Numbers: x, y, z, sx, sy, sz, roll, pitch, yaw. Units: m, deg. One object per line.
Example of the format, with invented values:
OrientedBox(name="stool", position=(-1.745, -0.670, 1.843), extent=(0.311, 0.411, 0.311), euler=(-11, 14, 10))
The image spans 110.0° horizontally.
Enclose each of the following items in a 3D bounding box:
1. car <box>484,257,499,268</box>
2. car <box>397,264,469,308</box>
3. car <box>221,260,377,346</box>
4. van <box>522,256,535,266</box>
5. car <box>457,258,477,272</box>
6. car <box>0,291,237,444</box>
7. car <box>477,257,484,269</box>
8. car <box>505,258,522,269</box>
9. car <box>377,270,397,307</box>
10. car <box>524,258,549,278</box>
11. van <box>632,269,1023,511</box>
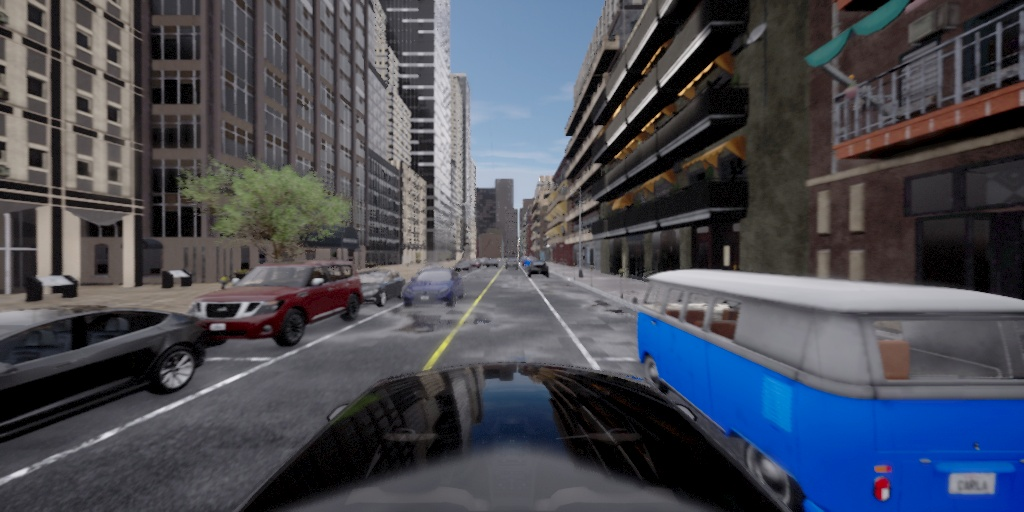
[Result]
OrientedBox(name="car", position=(-3.081, 1.114, 56.475), extent=(1.837, 1.490, 4.892), euler=(0, 0, 0))
OrientedBox(name="car", position=(-3.106, 1.236, 15.090), extent=(1.812, 1.442, 4.674), euler=(0, 0, 0))
OrientedBox(name="car", position=(-5.696, 1.041, 9.463), extent=(2.192, 1.841, 5.009), euler=(0, 0, 0))
OrientedBox(name="van", position=(2.667, 0.956, 53.649), extent=(1.690, 1.789, 3.998), euler=(0, 0, 0))
OrientedBox(name="car", position=(-5.710, 1.204, 42.600), extent=(1.948, 1.339, 4.313), euler=(0, 0, 0))
OrientedBox(name="car", position=(-5.693, 1.309, 3.941), extent=(1.948, 1.339, 4.313), euler=(0, 0, 0))
OrientedBox(name="car", position=(-5.714, 1.054, 53.646), extent=(1.967, 1.591, 4.097), euler=(0, 0, 0))
OrientedBox(name="car", position=(-0.012, 1.110, 51.693), extent=(2.128, 1.511, 4.902), euler=(0, 0, 0))
OrientedBox(name="car", position=(-5.698, 1.261, 14.987), extent=(2.007, 1.370, 4.403), euler=(0, 0, 0))
OrientedBox(name="car", position=(2.341, 1.167, 32.932), extent=(1.837, 1.490, 4.892), euler=(0, 0, 0))
OrientedBox(name="van", position=(2.688, 1.084, 3.944), extent=(1.690, 1.789, 3.998), euler=(0, 0, 0))
